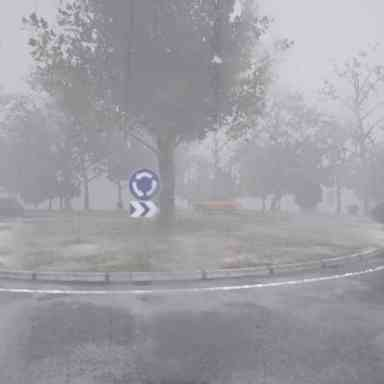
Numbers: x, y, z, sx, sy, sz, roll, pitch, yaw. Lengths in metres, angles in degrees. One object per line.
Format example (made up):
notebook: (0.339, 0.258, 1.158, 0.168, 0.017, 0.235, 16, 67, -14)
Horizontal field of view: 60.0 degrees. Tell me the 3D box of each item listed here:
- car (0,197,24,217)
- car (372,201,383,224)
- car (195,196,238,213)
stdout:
car: (-16.603, 1.321, 27.771, 2.097, 1.767, 4.553, 0, 0, 29)
car: (13.917, 1.194, 21.383, 2.150, 2.045, 5.566, 0, 0, 0)
car: (2.606, 1.306, 36.226, 4.553, 1.767, 2.097, 0, 0, 22)
